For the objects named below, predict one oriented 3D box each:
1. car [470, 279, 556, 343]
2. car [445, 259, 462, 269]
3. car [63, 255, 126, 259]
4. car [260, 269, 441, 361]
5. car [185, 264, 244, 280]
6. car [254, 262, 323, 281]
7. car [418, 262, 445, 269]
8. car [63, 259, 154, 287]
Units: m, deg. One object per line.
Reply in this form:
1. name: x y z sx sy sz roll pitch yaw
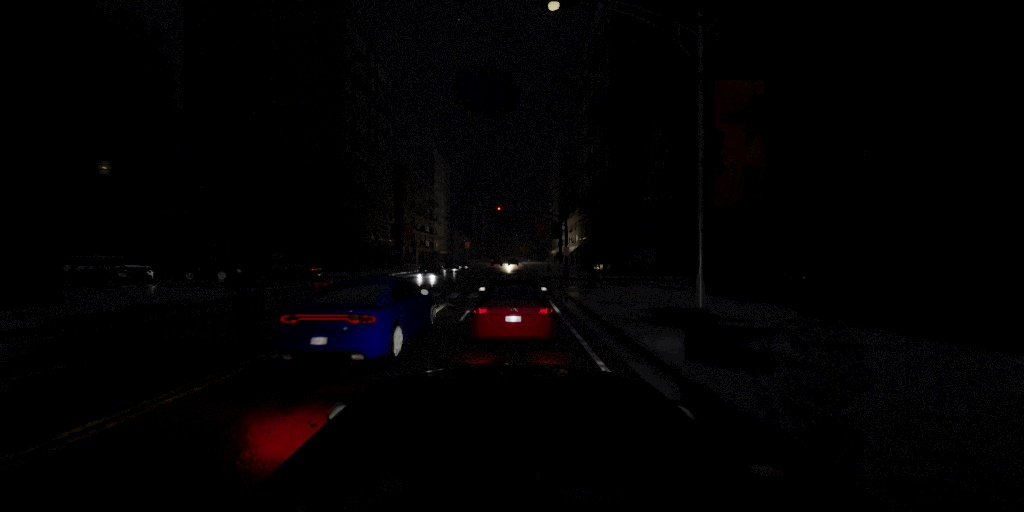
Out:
1. car: 0.031 1.314 9.674 1.994 1.385 4.181 0 0 0
2. car: -9.637 1.246 57.385 1.837 1.490 4.892 0 1 1
3. car: -28.547 0.962 25.101 5.566 2.045 2.150 0 0 0
4. car: -3.126 1.228 8.298 1.882 1.535 5.008 0 0 0
5. car: -25.276 1.330 30.556 4.313 1.339 1.948 0 0 0
6. car: -17.294 1.248 27.803 4.902 1.511 2.128 0 0 3
7. car: -9.708 1.349 42.554 1.895 1.301 4.718 0 0 0
8. car: -25.346 1.172 22.531 4.097 1.591 1.967 0 0 0
